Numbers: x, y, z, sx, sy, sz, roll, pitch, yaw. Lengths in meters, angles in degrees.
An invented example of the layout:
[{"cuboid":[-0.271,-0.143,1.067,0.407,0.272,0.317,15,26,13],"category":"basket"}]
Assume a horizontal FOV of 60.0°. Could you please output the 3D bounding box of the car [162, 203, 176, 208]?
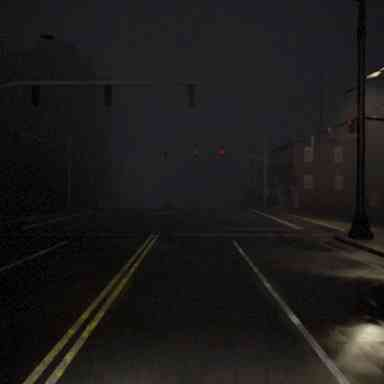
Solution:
[{"cuboid":[-3.573,2.397,51.798,1.837,1.490,4.892,0,-10,0],"category":"car"}]
